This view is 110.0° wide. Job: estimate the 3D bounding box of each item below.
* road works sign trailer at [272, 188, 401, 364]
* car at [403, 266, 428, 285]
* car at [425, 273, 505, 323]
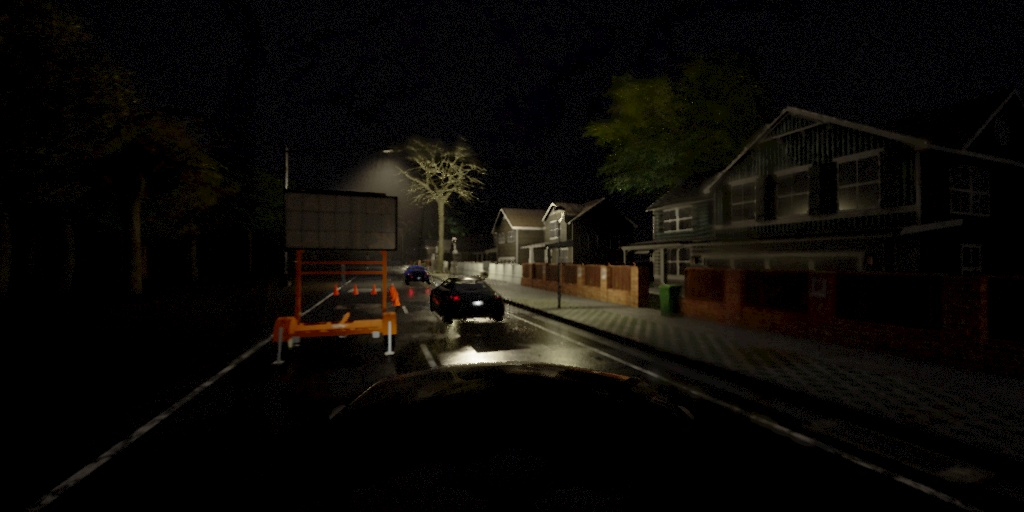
[{"bbox_3d":[-3.981,0.274,8.462,2.380,3.560,2.880,0,0,-20],"label":"road works sign trailer"},{"bbox_3d":[-7.934,1.554,29.667,1.812,1.442,4.674,0,-1,-20],"label":"car"},{"bbox_3d":[-1.733,1.425,12.783,1.994,1.385,4.181,0,-1,-20],"label":"car"}]
